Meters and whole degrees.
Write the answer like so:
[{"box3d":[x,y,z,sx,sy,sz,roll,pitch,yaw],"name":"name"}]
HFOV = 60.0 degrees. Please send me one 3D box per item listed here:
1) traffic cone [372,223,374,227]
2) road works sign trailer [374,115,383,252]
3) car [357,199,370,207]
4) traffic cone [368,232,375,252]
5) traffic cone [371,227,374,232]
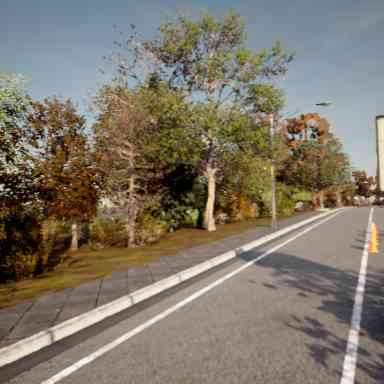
[{"box3d":[8.501,1.864,15.610,0.340,0.580,0.340,-2,-1,29],"name":"traffic cone"},{"box3d":[4.357,0.365,5.335,2.380,3.560,2.880,-2,-1,28],"name":"road works sign trailer"},{"box3d":[33.316,2.091,64.720,2.097,1.767,4.553,-2,-3,29],"name":"car"},{"box3d":[6.579,1.872,12.103,0.340,0.580,0.340,-2,-1,29],"name":"traffic cone"},{"box3d":[7.540,1.868,13.856,0.340,0.580,0.340,-2,-1,29],"name":"traffic cone"}]
